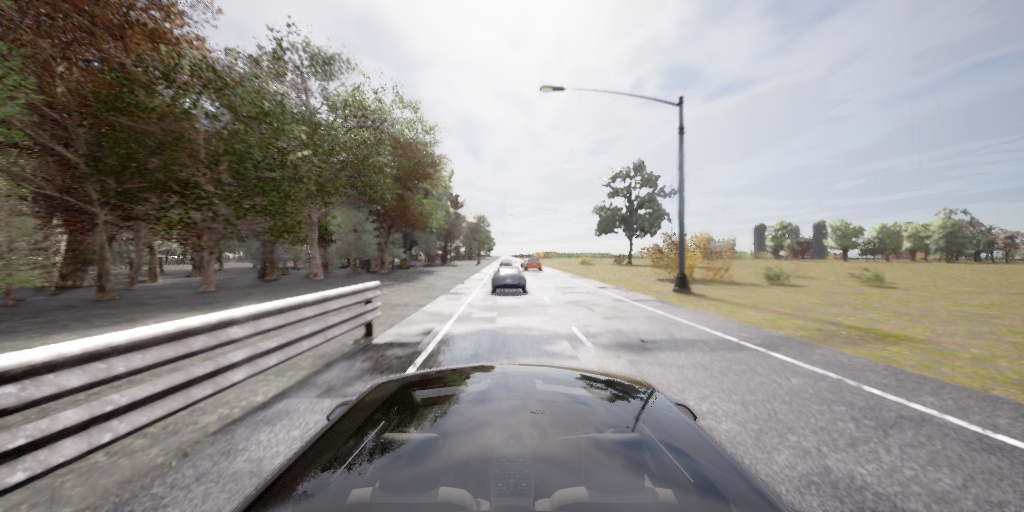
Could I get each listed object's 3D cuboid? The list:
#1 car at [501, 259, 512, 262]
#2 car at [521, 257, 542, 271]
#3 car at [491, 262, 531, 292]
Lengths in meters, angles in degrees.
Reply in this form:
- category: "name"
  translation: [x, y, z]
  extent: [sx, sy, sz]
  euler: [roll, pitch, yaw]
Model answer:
- category: "car"
  translation: [-0.681, 1.173, 47.142]
  extent: [1.812, 1.442, 4.674]
  euler: [0, 0, -1]
- category: "car"
  translation: [2.728, 0.984, 46.914]
  extent: [2.097, 1.767, 4.553]
  euler: [0, 0, -1]
- category: "car"
  translation: [-0.182, 1.275, 21.000]
  extent: [1.994, 1.385, 4.181]
  euler: [0, 0, -1]
